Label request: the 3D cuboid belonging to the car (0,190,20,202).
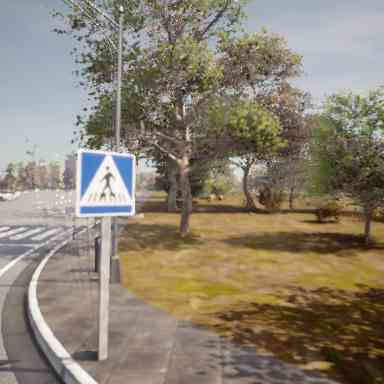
[{"bbox_3d":[-23.004,0.435,40.867,1.895,1.301,4.718,1,2,-5],"label":"car"}]
